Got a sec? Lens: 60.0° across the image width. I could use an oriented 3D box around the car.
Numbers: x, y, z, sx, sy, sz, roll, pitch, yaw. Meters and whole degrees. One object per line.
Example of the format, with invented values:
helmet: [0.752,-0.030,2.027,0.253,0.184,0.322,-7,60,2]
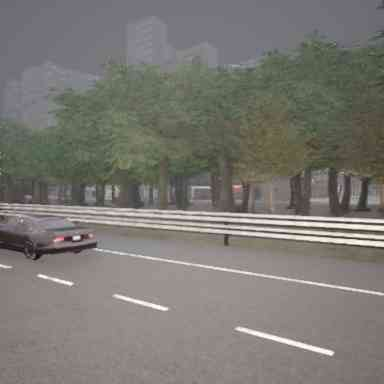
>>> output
car: [-5.814,1.547,12.316,5.357,1.411,2.033,0,0,36]
